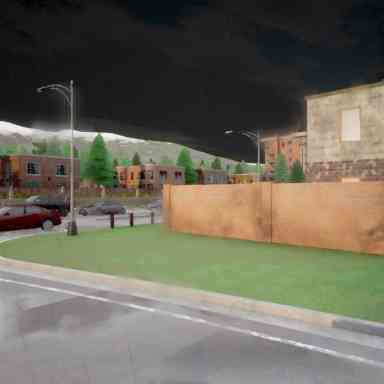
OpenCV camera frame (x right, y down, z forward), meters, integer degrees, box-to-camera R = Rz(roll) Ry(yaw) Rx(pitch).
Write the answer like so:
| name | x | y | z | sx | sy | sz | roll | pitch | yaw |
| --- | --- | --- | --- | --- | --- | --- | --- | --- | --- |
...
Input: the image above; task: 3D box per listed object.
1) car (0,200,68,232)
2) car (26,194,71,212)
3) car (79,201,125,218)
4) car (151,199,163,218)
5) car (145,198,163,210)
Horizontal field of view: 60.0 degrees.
| name | x | y | z | sx | sy | sz | roll | pitch | yaw |
| --- | --- | --- | --- | --- | --- | --- | --- | --- | --- |
| car | -9.867 | 1.478 | 18.491 | 1.882 | 1.535 | 5.008 | 0 | 1 | 41 |
| car | -13.595 | 1.222 | 30.128 | 2.150 | 2.045 | 5.566 | 0 | 0 | 41 |
| car | -8.295 | 1.564 | 30.832 | 1.994 | 1.385 | 4.181 | 0 | 0 | 42 |
| car | -0.679 | 1.547 | 28.879 | 2.033 | 1.411 | 5.357 | 0 | 0 | 41 |
| car | -3.650 | 1.526 | 41.352 | 1.812 | 1.442 | 4.674 | 0 | 0 | 41 |
